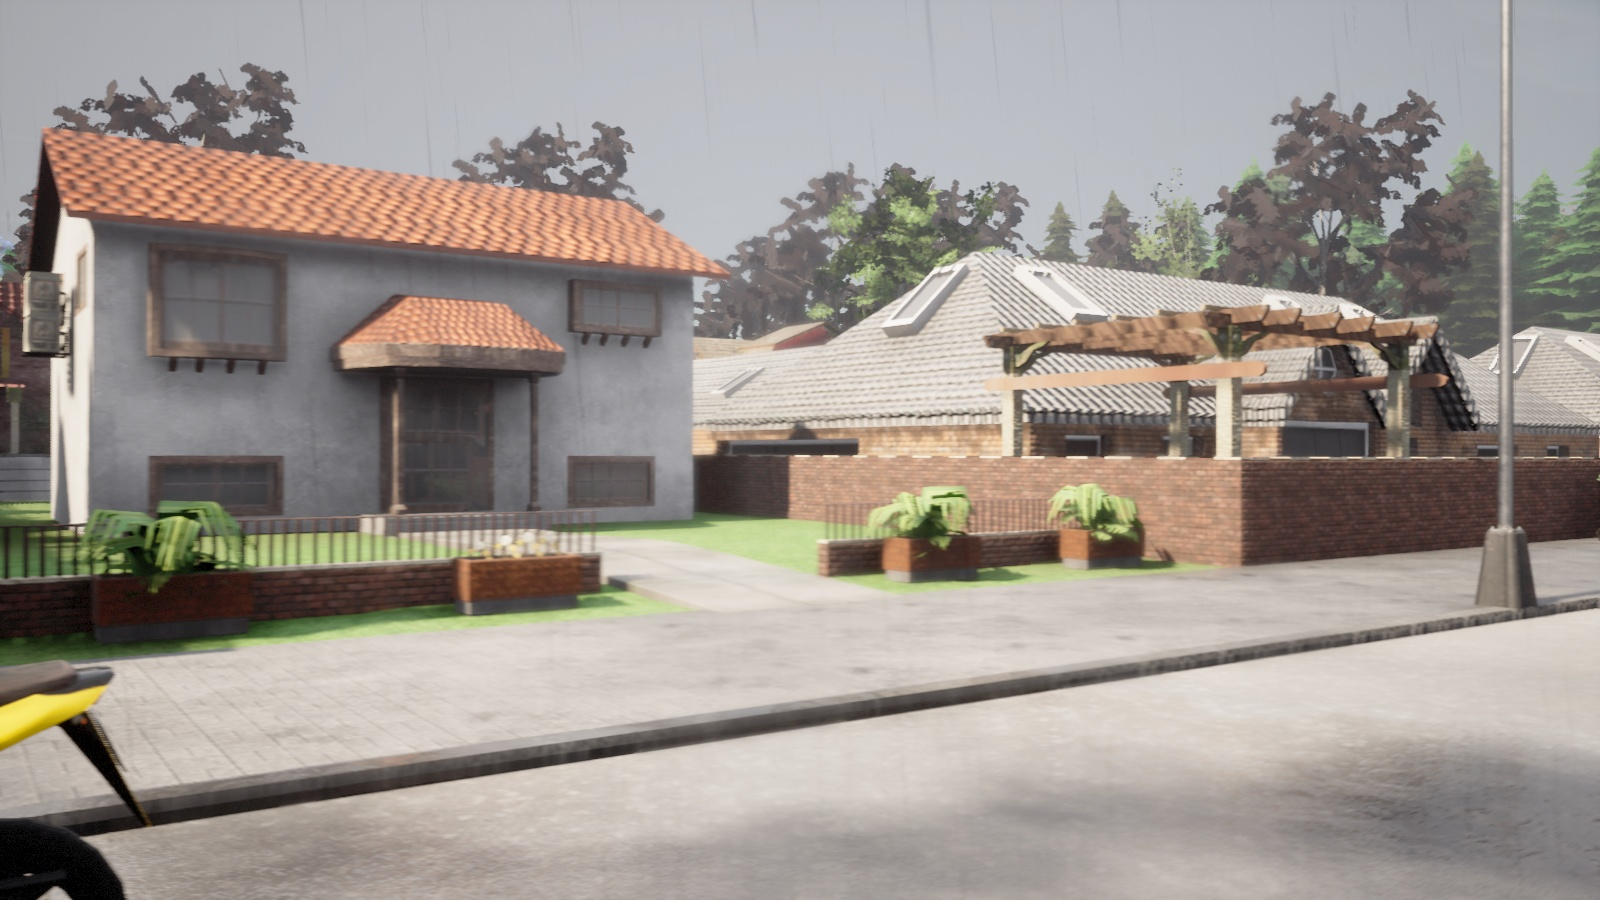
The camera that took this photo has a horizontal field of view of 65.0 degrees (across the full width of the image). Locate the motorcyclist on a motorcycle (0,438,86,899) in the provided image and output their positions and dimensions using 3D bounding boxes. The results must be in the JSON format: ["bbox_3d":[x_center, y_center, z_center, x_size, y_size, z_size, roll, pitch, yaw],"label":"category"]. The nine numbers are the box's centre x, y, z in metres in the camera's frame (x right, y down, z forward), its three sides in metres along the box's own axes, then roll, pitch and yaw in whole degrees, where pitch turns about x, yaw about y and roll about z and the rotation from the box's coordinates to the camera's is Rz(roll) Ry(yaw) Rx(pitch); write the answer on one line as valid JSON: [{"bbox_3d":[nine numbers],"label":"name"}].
[{"bbox_3d":[-2.607,0.738,2.454,2.044,1.523,0.797,0,0,-35],"label":"motorcyclist on a motorcycle"}]
